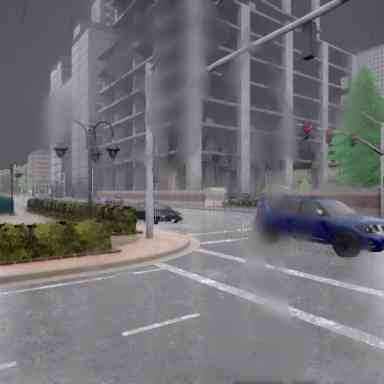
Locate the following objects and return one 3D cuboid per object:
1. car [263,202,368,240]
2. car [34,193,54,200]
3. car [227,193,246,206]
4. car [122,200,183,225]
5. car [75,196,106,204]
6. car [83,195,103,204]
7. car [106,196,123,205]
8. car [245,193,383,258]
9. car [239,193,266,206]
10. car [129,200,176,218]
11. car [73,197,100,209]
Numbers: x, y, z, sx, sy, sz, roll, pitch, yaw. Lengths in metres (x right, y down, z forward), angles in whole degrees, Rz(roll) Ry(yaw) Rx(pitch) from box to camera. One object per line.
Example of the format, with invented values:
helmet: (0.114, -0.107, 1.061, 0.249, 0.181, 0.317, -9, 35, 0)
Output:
car: (6.499, 1.445, 18.046, 1.882, 1.535, 5.008, 0, 1, -45)
car: (-23.314, 1.163, 52.379, 2.150, 2.045, 5.566, 0, 0, -36)
car: (7.095, 1.114, 50.650, 1.905, 1.878, 3.866, 0, 0, -36)
car: (-2.795, 1.492, 23.969, 2.033, 1.411, 5.357, 0, 0, -36)
car: (-11.218, 1.470, 35.573, 1.812, 1.442, 4.674, 0, 0, -36)
car: (-19.444, 1.436, 65.103, 2.128, 1.511, 4.902, 0, 0, -36)
car: (-13.340, 1.436, 56.692, 2.128, 1.511, 4.902, 0, 0, -36)
car: (4.991, 1.200, 13.260, 2.150, 2.045, 5.566, 0, 0, -36)
car: (9.485, 1.114, 52.365, 1.905, 1.878, 3.866, 0, 0, -36)
car: (-3.835, 1.492, 31.357, 2.033, 1.411, 5.357, 0, 0, -36)
car: (-14.921, 1.492, 46.654, 2.033, 1.411, 5.357, 0, 0, -36)
